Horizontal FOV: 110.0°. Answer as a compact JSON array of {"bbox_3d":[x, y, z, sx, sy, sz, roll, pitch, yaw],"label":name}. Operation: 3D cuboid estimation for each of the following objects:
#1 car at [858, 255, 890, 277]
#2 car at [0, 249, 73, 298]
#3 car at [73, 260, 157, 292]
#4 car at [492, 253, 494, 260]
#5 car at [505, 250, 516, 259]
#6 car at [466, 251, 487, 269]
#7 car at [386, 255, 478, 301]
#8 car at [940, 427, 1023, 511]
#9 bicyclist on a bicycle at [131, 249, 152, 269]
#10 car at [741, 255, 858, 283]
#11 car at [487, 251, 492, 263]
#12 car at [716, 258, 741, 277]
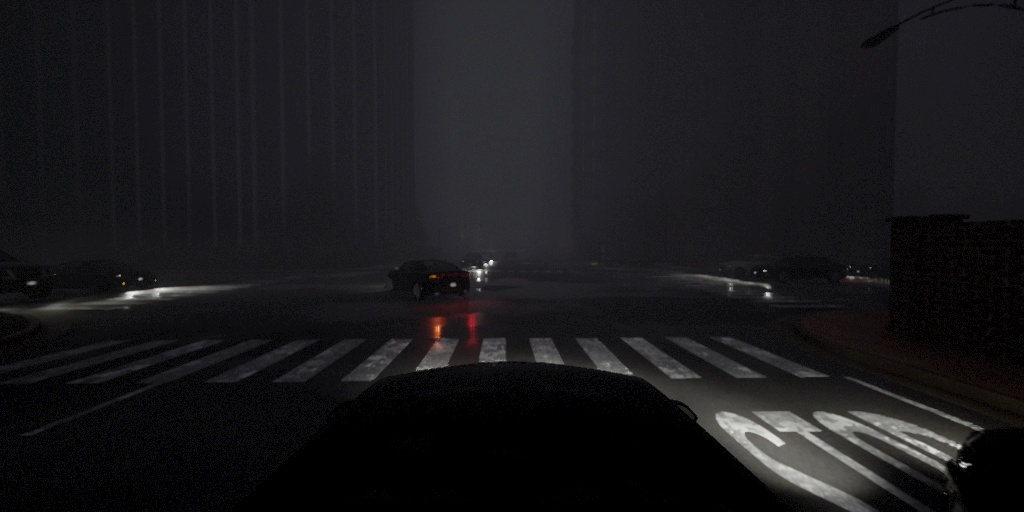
[{"bbox_3d":[25.774,0.650,24.041,5.357,1.411,2.033,0,2,-2],"label":"car"},{"bbox_3d":[-20.039,0.623,12.902,5.566,2.045,2.150,0,2,0],"label":"car"},{"bbox_3d":[-19.041,0.872,16.442,4.181,1.385,1.994,0,2,0],"label":"car"},{"bbox_3d":[-3.831,-0.056,55.099,1.895,1.301,4.718,0,2,0],"label":"car"},{"bbox_3d":[-0.211,-0.369,62.262,1.882,1.535,5.008,0,2,0],"label":"car"},{"bbox_3d":[-3.757,0.409,34.589,1.812,1.442,4.674,0,2,0],"label":"car"},{"bbox_3d":[-3.641,0.841,14.929,1.882,1.535,5.008,-1,2,-38],"label":"car"},{"bbox_3d":[3.590,1.295,0.147,1.837,1.490,4.892,0,2,0],"label":"car"},{"bbox_3d":[-29.304,0.296,28.346,0.582,1.620,1.656,0,2,0],"label":"bicyclist on a bicycle"},{"bbox_3d":[16.227,0.704,20.413,4.892,1.490,1.837,0,2,-1],"label":"car"},{"bbox_3d":[-3.807,0.141,44.752,1.812,1.442,4.674,0,2,0],"label":"car"},{"bbox_3d":[16.187,0.633,23.905,4.674,1.442,1.812,0,2,0],"label":"car"}]
